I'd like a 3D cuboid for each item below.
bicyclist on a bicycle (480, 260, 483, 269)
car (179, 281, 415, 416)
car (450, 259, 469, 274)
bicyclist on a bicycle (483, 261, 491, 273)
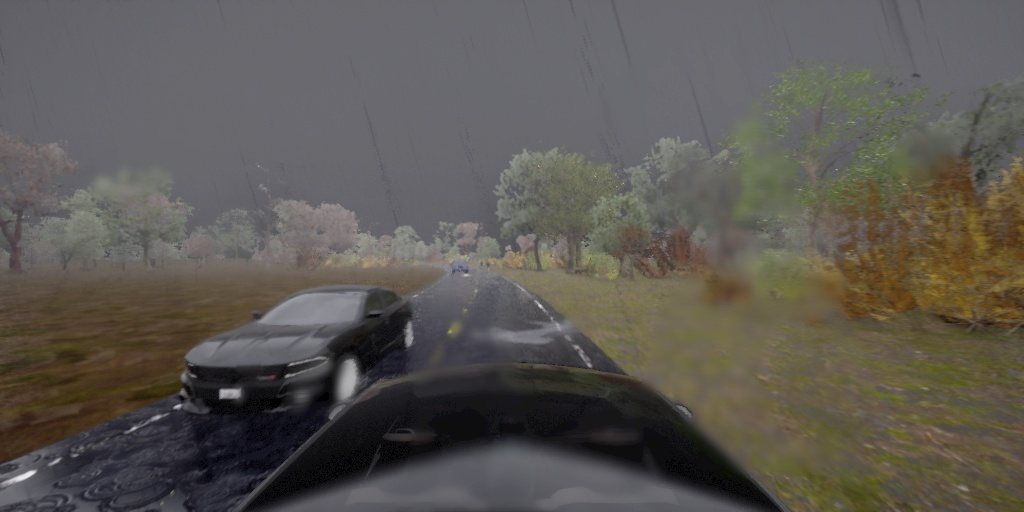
[{"bbox_3d":[-5.087,1.624,59.765,0.659,1.776,1.843,-1,-1,-12],"label":"bicyclist on a bicycle"},{"bbox_3d":[-3.180,1.282,6.490,1.882,1.535,5.008,0,-1,-1],"label":"car"},{"bbox_3d":[-7.124,1.400,49.398,2.150,2.045,5.566,0,0,-9],"label":"car"},{"bbox_3d":[-3.399,1.547,50.851,0.659,1.776,1.843,-1,-1,-10],"label":"bicyclist on a bicycle"}]
